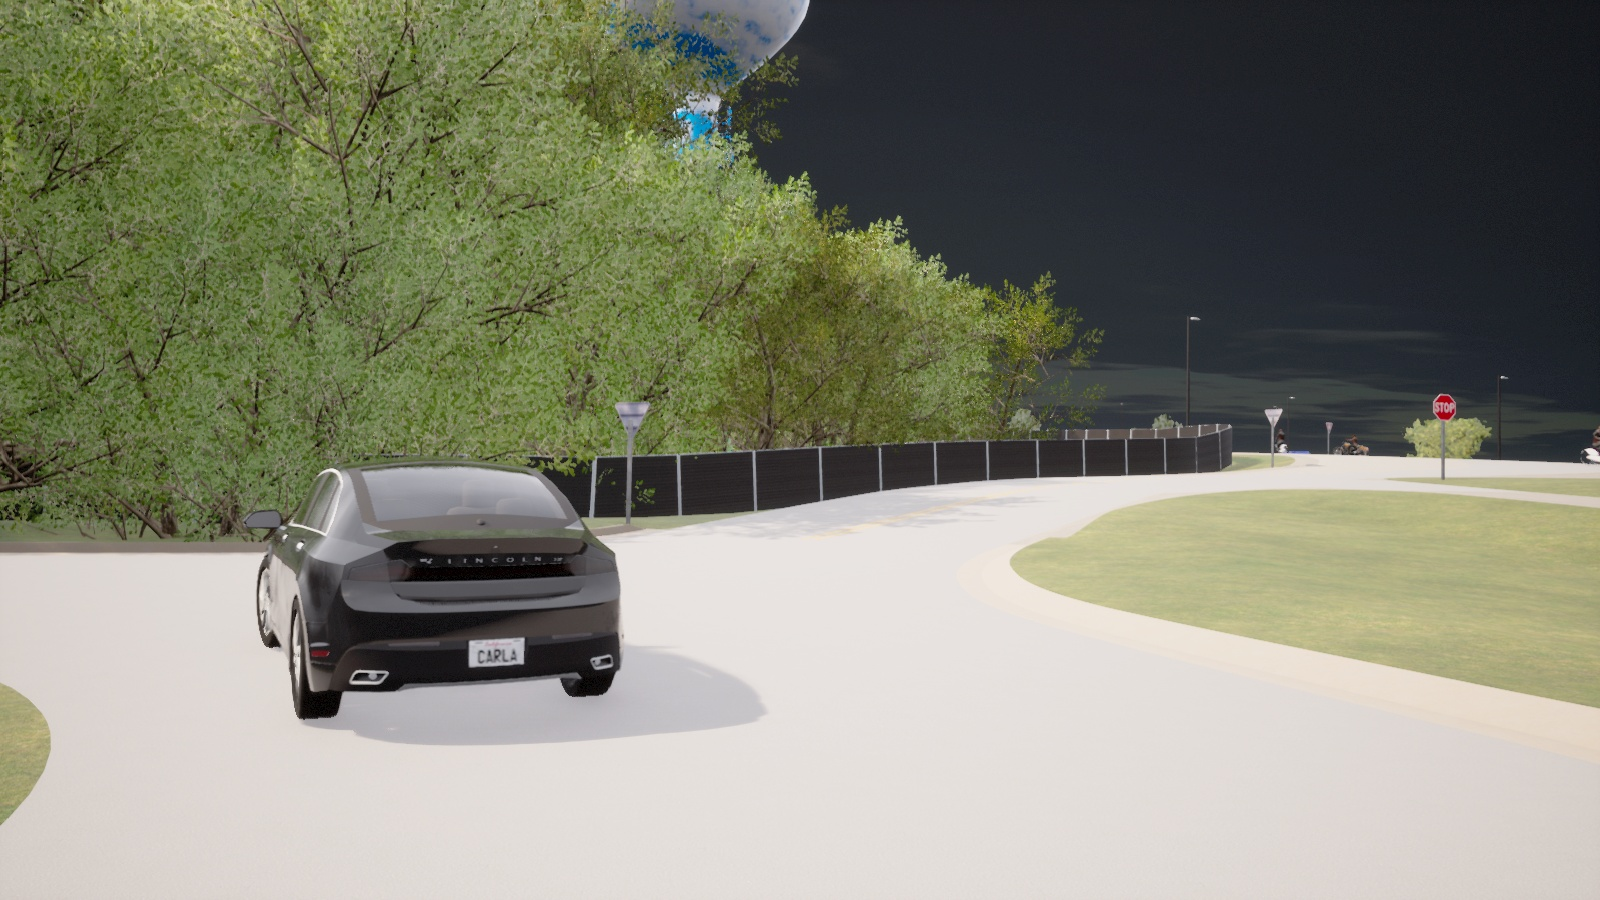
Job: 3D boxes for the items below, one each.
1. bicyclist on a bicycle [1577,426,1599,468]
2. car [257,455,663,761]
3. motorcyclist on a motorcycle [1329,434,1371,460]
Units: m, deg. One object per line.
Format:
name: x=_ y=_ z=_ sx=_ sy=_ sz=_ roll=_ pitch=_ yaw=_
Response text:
bicyclist on a bicycle: x=35.042 y=-0.110 z=54.739 sx=0.659 sy=1.776 sz=1.843 roll=2 pitch=1 yaw=-31
car: x=-2.701 y=0.814 z=8.914 sx=1.837 sy=1.490 sz=4.892 roll=1 pitch=0 yaw=-26
motorcyclist on a motorcycle: x=36.369 y=-0.202 z=83.024 sx=0.766 sy=1.649 sz=2.350 roll=2 pitch=0 yaw=-43
